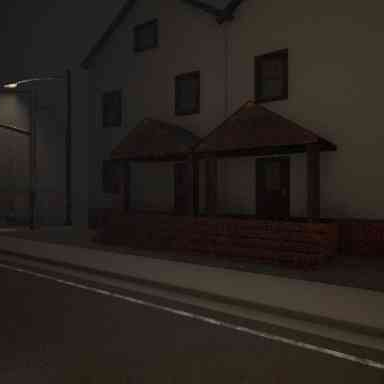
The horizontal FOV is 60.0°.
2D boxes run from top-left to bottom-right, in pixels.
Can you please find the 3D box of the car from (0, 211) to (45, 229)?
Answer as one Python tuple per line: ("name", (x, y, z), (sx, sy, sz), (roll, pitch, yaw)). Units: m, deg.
("car", (-15.586, 2.488, 29.647), (2.128, 1.511, 4.902), (0, -9, 36))
